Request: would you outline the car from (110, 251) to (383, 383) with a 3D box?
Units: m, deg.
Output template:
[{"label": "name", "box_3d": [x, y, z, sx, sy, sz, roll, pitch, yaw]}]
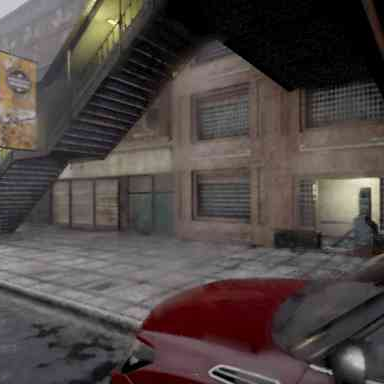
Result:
[{"label": "car", "box_3d": [2.008, 1.222, 1.889, 5.566, 2.045, 2.435, -1, 0, 35]}]
